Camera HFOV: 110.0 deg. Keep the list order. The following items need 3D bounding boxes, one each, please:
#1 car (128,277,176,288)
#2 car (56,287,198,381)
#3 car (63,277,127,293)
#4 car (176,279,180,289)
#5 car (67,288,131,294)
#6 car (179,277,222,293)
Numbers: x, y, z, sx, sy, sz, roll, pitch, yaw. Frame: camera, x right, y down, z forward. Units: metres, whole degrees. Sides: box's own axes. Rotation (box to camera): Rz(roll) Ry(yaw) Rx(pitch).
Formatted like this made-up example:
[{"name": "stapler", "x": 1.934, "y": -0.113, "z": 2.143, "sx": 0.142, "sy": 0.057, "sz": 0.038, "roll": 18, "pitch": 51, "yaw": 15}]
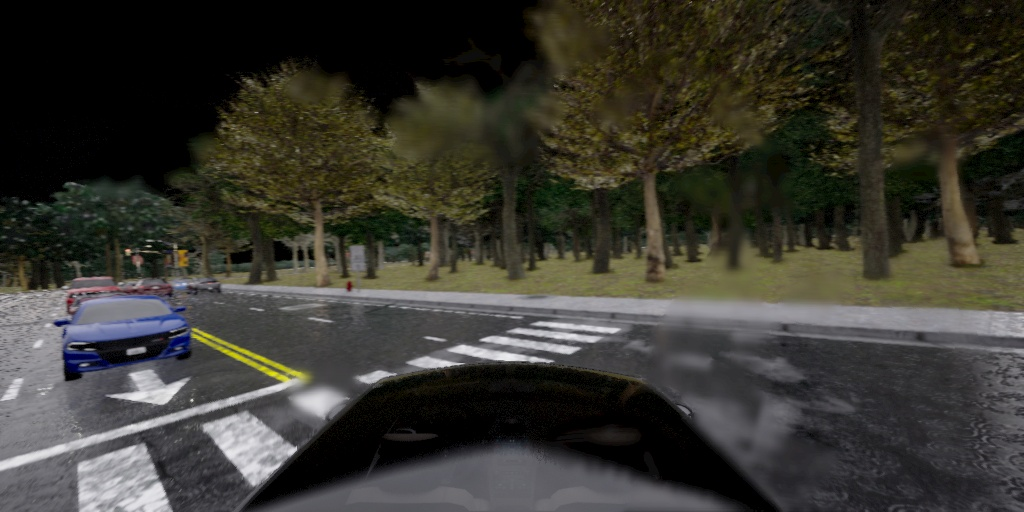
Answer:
[{"name": "car", "x": -30.350, "y": 2.677, "z": 30.205, "sx": 4.553, "sy": 1.767, "sz": 2.097, "roll": -3, "pitch": 0, "yaw": 39}, {"name": "car", "x": -9.453, "y": 1.727, "z": 8.753, "sx": 5.008, "sy": 1.535, "sz": 1.882, "roll": -3, "pitch": 0, "yaw": 39}, {"name": "car", "x": -26.094, "y": 2.342, "z": 22.393, "sx": 5.566, "sy": 2.045, "sz": 2.150, "roll": -3, "pitch": 0, "yaw": 39}, {"name": "car", "x": -36.523, "y": 3.174, "z": 39.477, "sx": 5.357, "sy": 1.411, "sz": 2.033, "roll": -3, "pitch": 0, "yaw": 40}, {"name": "car", "x": -17.163, "y": 2.254, "z": 15.081, "sx": 4.718, "sy": 1.301, "sz": 1.895, "roll": -3, "pitch": 0, "yaw": 39}, {"name": "car", "x": -27.844, "y": 2.679, "z": 32.354, "sx": 4.902, "sy": 1.511, "sz": 2.128, "roll": -3, "pitch": 0, "yaw": 39}]
